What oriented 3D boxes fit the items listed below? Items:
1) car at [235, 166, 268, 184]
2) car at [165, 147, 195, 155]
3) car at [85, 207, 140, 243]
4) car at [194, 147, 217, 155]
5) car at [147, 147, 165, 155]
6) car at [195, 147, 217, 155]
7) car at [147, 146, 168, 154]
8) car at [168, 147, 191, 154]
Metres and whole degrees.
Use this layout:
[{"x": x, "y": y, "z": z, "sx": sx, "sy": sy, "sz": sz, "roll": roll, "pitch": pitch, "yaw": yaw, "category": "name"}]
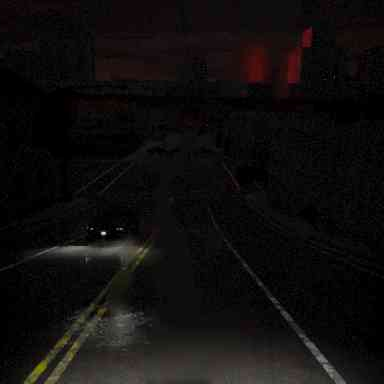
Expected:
[{"x": 8.315, "y": -2.256, "z": 42.696, "sx": 5.566, "sy": 2.045, "sz": 2.150, "roll": -1, "pitch": 13, "yaw": -10, "category": "car"}, {"x": -2.558, "y": -8.562, "z": 69.728, "sx": 4.974, "sy": 1.542, "sz": 2.038, "roll": -9, "pitch": 16, "yaw": -36, "category": "car"}, {"x": -3.710, "y": 1.504, "z": 16.278, "sx": 1.837, "sy": 1.490, "sz": 4.892, "roll": 1, "pitch": -1, "yaw": -1, "category": "car"}, {"x": 2.766, "y": -8.811, "z": 70.502, "sx": 4.536, "sy": 1.218, "sz": 1.853, "roll": 8, "pitch": 15, "yaw": 28, "category": "car"}, {"x": -7.165, "y": -8.637, "z": 69.703, "sx": 4.974, "sy": 1.542, "sz": 2.038, "roll": 13, "pitch": 18, "yaw": 42, "category": "car"}, {"x": 2.809, "y": -8.651, "z": 70.515, "sx": 4.974, "sy": 1.542, "sz": 2.038, "roll": 8, "pitch": 15, "yaw": 28, "category": "car"}, {"x": -7.200, "y": -8.799, "z": 69.701, "sx": 4.536, "sy": 1.218, "sz": 1.853, "roll": 13, "pitch": 18, "yaw": 42, "category": "car"}, {"x": -2.513, "y": -8.721, "z": 69.723, "sx": 4.536, "sy": 1.218, "sz": 1.853, "roll": -9, "pitch": 16, "yaw": -36, "category": "car"}]
